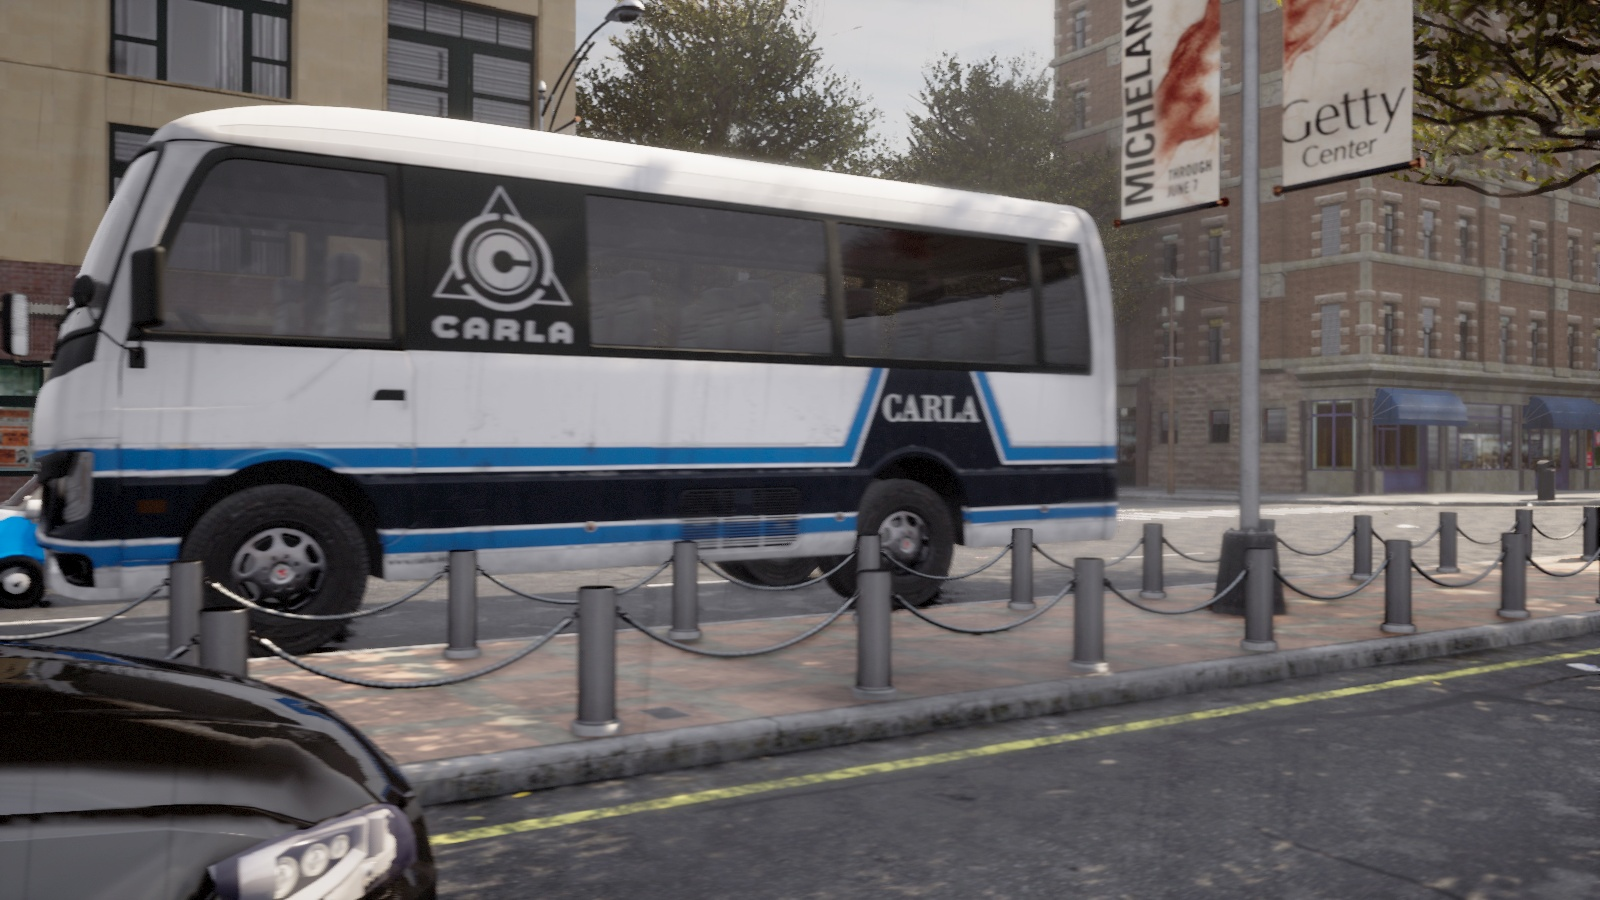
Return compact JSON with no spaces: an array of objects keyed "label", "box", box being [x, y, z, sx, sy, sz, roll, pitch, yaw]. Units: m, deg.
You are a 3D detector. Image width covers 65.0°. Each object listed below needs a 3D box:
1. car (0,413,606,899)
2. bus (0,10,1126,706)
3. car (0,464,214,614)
[{"label":"car","box":[-2.973,0.708,1.740,4.902,1.511,2.128,0,0,-33]},{"label":"bus","box":[-2.049,-0.596,11.831,10.273,4.253,3.944,-1,0,-33]},{"label":"car","box":[-7.225,0.842,12.670,2.207,1.376,1.481,0,0,-33]}]
